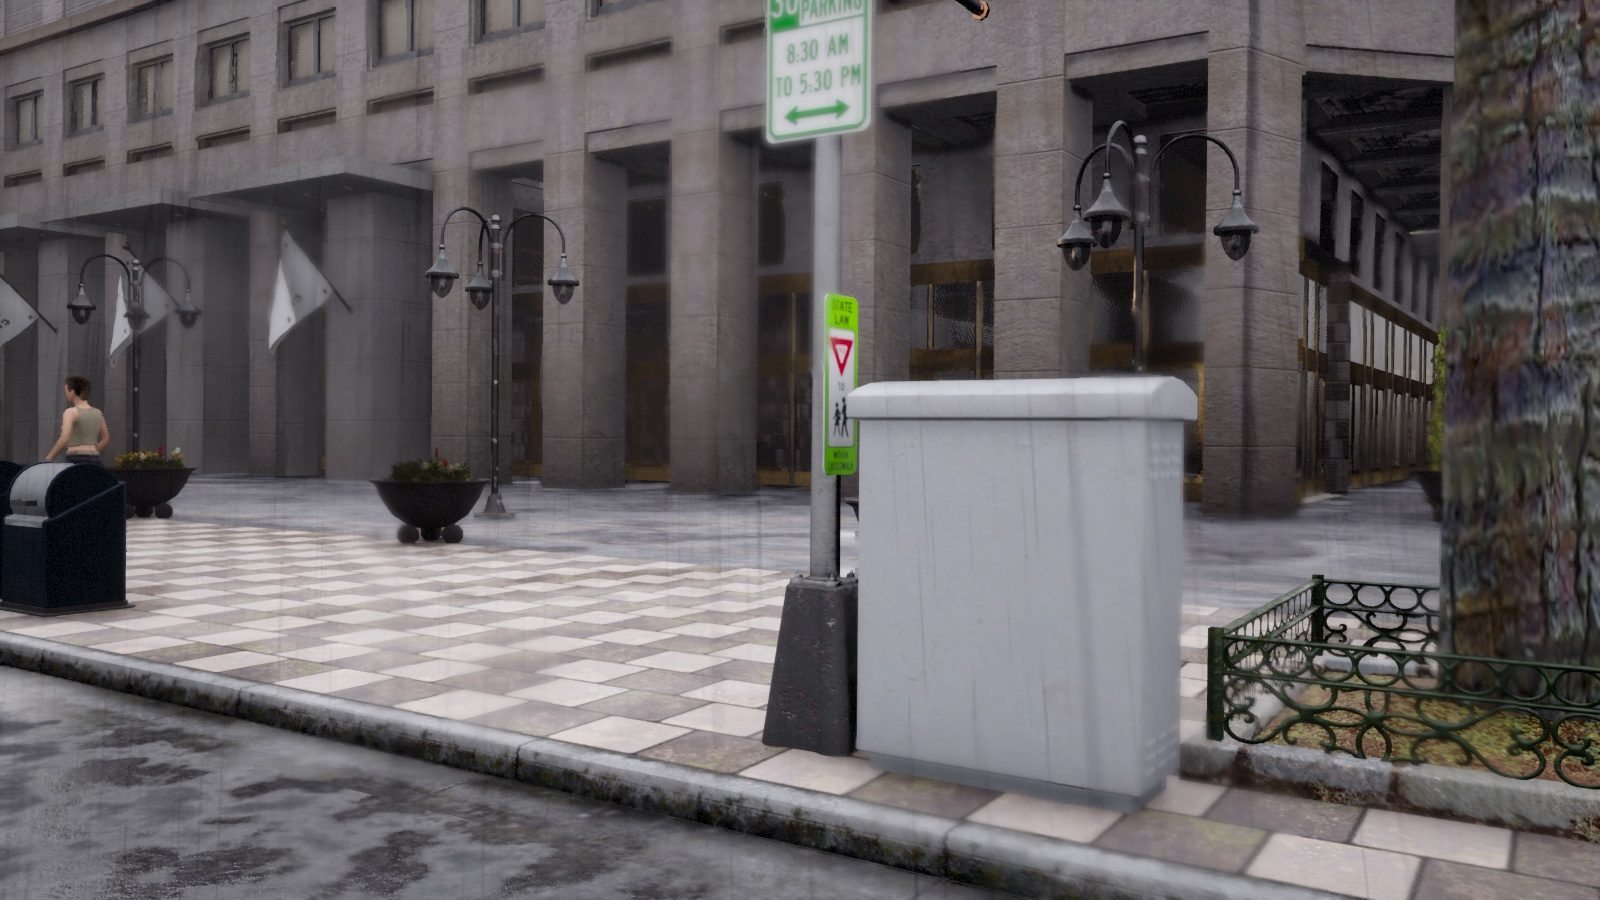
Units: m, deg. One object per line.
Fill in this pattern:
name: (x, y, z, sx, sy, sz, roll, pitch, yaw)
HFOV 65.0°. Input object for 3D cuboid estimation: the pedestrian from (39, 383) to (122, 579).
pedestrian: (-6.873, 0.286, 11.996, 0.594, 1.836, 0.345, 0, 1, 17)
